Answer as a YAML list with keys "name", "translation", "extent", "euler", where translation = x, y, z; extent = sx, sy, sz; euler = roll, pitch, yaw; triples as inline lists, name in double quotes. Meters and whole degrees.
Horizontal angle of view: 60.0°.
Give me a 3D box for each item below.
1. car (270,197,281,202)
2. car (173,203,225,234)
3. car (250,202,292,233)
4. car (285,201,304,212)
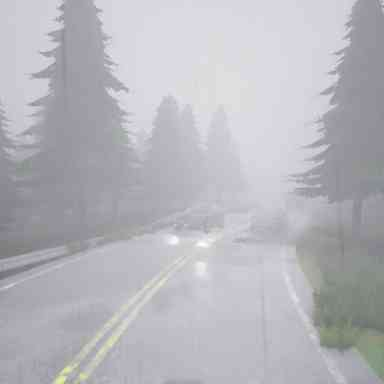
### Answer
- name: "car"
  translation: [14.554, 1.581, 58.091]
  extent: [2.128, 1.511, 4.902]
  euler: [2, 0, 13]
- name: "car"
  translation: [0.554, 1.431, 18.966]
  extent: [1.837, 1.490, 4.892]
  euler: [2, 1, 20]
- name: "car"
  translation: [4.841, 1.590, 20.574]
  extent: [1.812, 1.442, 4.674]
  euler: [2, 1, 21]
- name: "car"
  translation: [12.701, 1.369, 41.019]
  extent: [2.150, 2.045, 5.566]
  euler: [2, 0, 19]
